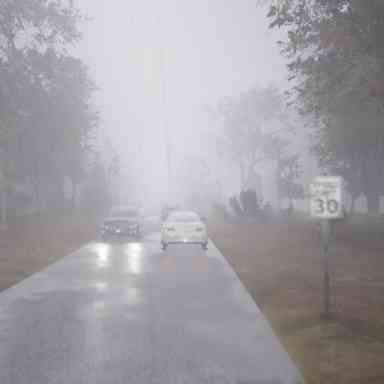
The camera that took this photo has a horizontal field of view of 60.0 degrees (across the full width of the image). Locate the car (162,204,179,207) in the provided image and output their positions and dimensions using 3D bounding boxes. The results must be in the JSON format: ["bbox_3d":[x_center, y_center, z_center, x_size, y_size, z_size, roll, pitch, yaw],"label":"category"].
[{"bbox_3d":[-1.859,1.767,31.091,1.994,1.385,4.181,1,-1,-7],"label":"car"}]

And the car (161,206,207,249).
[{"bbox_3d":[-0.368,1.572,14.726,1.812,1.442,4.674,0,0,-3],"label":"car"}]

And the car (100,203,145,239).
[{"bbox_3d":[-3.522,1.548,17.536,1.837,1.490,4.892,1,0,-4],"label":"car"}]

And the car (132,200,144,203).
[{"bbox_3d":[-9.601,2.190,58.914,1.837,1.490,4.892,1,-1,-11],"label":"car"}]
